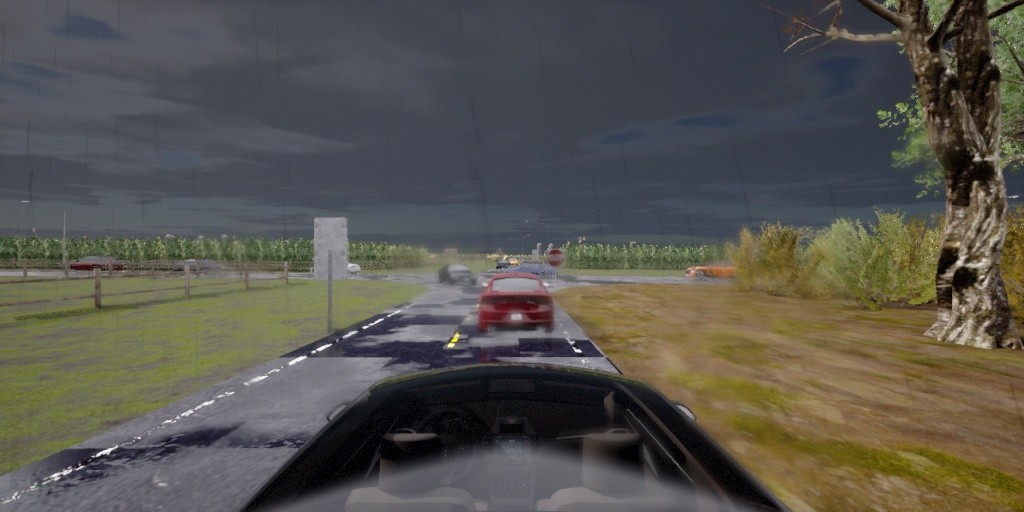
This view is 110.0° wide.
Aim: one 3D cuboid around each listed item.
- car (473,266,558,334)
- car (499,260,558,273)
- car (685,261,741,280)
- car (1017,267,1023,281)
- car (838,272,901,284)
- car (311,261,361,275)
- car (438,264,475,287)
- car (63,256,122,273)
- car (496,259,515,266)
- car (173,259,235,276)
[{"bbox_3d":[0.112,1.230,10.635,1.882,1.535,5.008,0,0,0],"label":"car"},{"bbox_3d":[1.777,1.331,34.747,5.357,1.411,2.033,0,0,4],"label":"car"},{"bbox_3d":[18.659,1.242,33.344,4.553,1.767,2.097,1,0,5],"label":"car"},{"bbox_3d":[46.412,1.275,30.280,5.566,2.045,2.150,1,0,8],"label":"car"},{"bbox_3d":[28.587,1.504,28.648,4.181,1.385,1.994,0,0,6],"label":"car"},{"bbox_3d":[-17.563,1.178,35.914,4.674,1.442,1.812,0,0,2],"label":"car"},{"bbox_3d":[-3.829,1.281,24.819,1.812,1.442,4.674,1,0,-25],"label":"car"},{"bbox_3d":[-43.417,0.815,37.165,4.553,1.767,2.097,0,0,3],"label":"car"},{"bbox_3d":[-1.203,1.328,54.671,2.033,1.411,5.357,0,0,6],"label":"car"},{"bbox_3d":[-28.003,1.058,32.729,4.902,1.511,2.128,0,0,2],"label":"car"}]
